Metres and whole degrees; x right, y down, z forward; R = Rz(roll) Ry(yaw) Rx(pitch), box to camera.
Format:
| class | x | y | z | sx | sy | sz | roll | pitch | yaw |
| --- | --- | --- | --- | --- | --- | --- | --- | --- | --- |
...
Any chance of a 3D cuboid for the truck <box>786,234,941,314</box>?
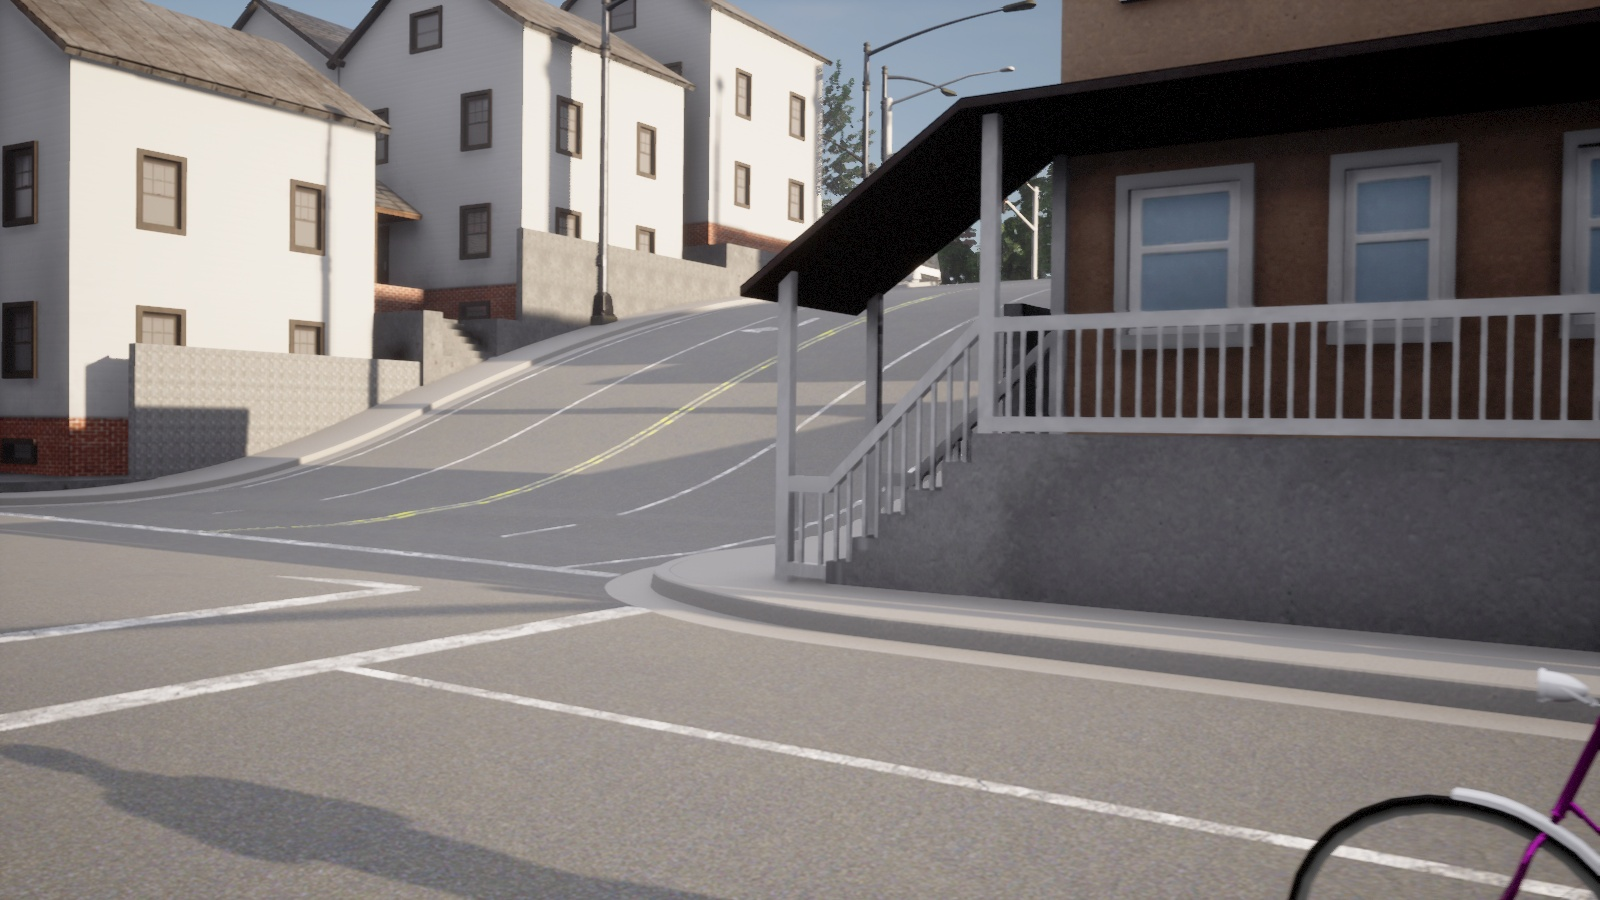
| class | x | y | z | sx | sy | sz | roll | pitch | yaw |
| --- | --- | --- | --- | --- | --- | --- | --- | --- | --- |
| truck | 3.378 | -9.374 | 67.631 | 7.936 | 3.462 | 2.891 | 0 | 1 | 33 |

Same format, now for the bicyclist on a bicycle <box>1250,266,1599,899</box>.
| class | x | y | z | sx | sy | sz | roll | pitch | yaw |
| --- | --- | --- | --- | --- | --- | --- | --- | --- | --- |
| bicyclist on a bicycle | 1.886 | 0.554 | 2.368 | 1.843 | 1.776 | 0.659 | 1 | 1 | 34 |
